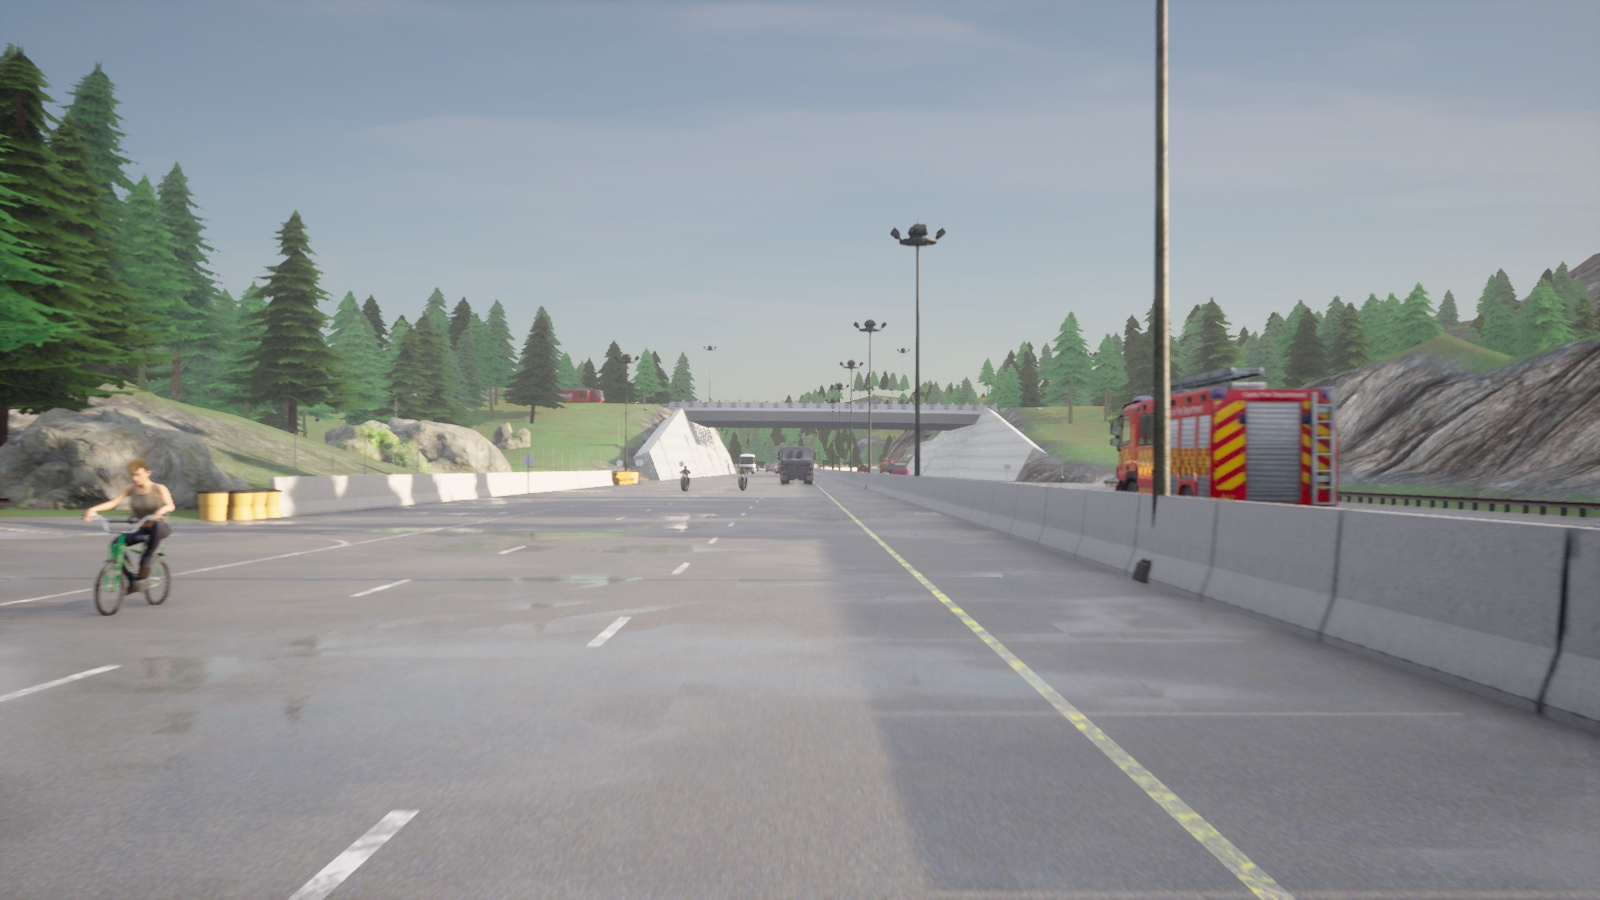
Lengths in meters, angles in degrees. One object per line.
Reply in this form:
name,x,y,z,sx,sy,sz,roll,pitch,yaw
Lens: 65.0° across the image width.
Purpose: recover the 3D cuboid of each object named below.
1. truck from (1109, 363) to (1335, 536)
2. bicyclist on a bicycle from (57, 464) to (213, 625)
truck,10.419,0.038,32.171,2.891,3.827,8.468,0,-1,0
bicyclist on a bicycle,-7.036,0.954,13.370,0.866,1.612,1.509,0,-1,0
